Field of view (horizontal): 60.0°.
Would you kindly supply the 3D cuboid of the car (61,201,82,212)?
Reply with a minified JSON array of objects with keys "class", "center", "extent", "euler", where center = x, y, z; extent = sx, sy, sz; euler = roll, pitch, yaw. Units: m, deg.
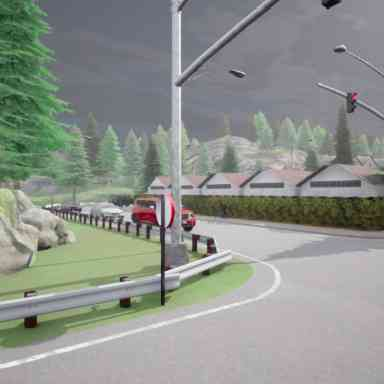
[{"class":"car","center":[-14.614,1.752,40.174],"extent":[1.994,1.385,4.181],"euler":[0,0,-29]}]

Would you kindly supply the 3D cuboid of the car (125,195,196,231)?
[{"class":"car","center":[-2.017,1.413,21.551],"extent":[2.150,2.045,5.566],"euler":[0,0,-35]}]

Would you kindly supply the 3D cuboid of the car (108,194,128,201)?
[{"class":"car","center":[-10.940,1.398,53.205],"extent":[2.150,2.045,5.566],"euler":[0,0,33]}]

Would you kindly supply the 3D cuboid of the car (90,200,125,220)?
[{"class":"car","center":[-7.620,1.717,29.567],"extent":[1.812,1.442,4.674],"euler":[0,0,-35]}]

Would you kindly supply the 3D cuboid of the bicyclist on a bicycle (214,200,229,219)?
[{"class":"bicyclist on a bicycle","center":[2.537,1.494,28.097],"extent":[1.656,1.620,0.582],"euler":[0,0,-35]}]
